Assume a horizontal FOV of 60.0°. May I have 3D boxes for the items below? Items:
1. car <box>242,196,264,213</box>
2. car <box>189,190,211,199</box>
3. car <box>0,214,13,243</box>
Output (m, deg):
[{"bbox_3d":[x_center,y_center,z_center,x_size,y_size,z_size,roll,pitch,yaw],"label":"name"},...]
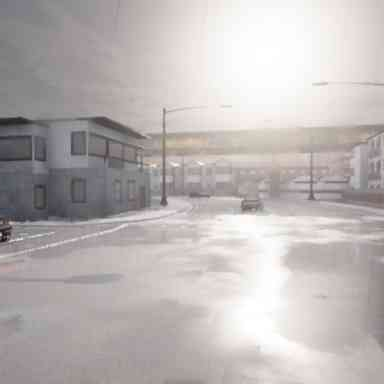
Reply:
[{"bbox_3d":[5.564,1.105,30.502,1.895,1.301,4.718,0,2,8],"label":"car"},{"bbox_3d":[1.262,0.403,55.049,2.033,1.411,5.357,0,1,-24],"label":"car"},{"bbox_3d":[-9.790,1.447,14.151,4.892,1.490,1.837,0,6,26],"label":"car"}]
